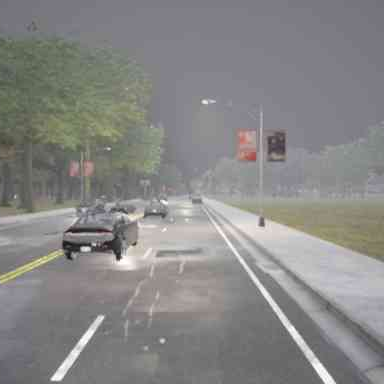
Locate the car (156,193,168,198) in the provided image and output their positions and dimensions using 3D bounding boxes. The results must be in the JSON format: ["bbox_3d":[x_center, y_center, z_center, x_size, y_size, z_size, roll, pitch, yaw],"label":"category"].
[{"bbox_3d":[-6.537,1.171,73.152,2.150,2.045,5.566,0,0,0],"label":"car"}]

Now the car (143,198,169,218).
[{"bbox_3d":[-3.164,1.549,30.037,1.994,1.385,4.181,0,0,0],"label":"car"}]

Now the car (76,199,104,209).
[{"bbox_3d":[-9.860,1.476,32.750,2.128,1.511,4.902,0,0,0],"label":"car"}]

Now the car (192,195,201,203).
[{"bbox_3d":[0.940,1.483,69.376,1.882,1.535,5.008,0,0,0],"label":"car"}]

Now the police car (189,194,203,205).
[{"bbox_3d":[0.945,1.422,59.486,1.930,1.638,5.238,0,0,0],"label":"police car"}]

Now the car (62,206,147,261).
[{"bbox_3d":[-3.156,1.484,12.305,2.128,1.511,4.902,0,0,0],"label":"car"}]

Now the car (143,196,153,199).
[{"bbox_3d":[-9.787,1.487,74.363,2.033,1.411,5.357,0,0,0],"label":"car"}]

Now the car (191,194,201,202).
[{"bbox_3d":[0.936,1.363,75.347,2.097,1.767,4.553,0,0,0],"label":"car"}]

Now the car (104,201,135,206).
[{"bbox_3d":[-6.613,1.586,31.739,1.895,1.301,4.718,0,0,0],"label":"car"}]
